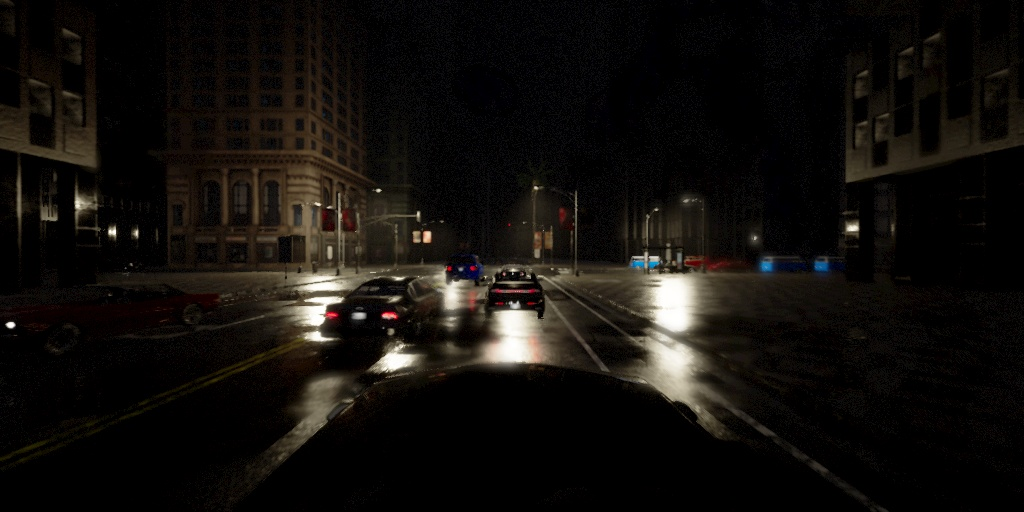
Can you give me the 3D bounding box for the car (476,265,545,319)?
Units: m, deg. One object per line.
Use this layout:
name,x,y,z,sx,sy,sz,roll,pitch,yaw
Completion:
car,0.098,1.213,12.707,2.128,1.511,4.902,0,0,0

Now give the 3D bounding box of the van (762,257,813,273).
van,28.422,0.985,37.427,3.998,1.789,1.690,0,0,0

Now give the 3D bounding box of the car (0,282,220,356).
car,-9.851,1.333,8.671,1.895,1.301,4.718,0,0,0

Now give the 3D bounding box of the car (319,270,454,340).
car,-3.149,1.275,9.895,2.033,1.411,5.357,0,0,0

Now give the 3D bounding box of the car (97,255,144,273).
car,-44.840,0.921,40.251,5.566,2.045,2.150,0,0,1

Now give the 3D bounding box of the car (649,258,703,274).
car,17.066,1.202,37.422,4.403,1.370,2.007,0,0,0

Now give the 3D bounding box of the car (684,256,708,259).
car,22.738,0.915,45.949,5.009,1.841,2.192,0,0,0

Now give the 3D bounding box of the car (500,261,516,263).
car,0.081,1.284,26.546,1.895,1.301,4.718,0,0,0

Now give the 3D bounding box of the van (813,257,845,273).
van,34.098,0.982,37.430,3.998,1.789,1.690,0,0,0

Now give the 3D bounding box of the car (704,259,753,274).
car,22.744,1.229,37.424,4.207,1.307,1.802,0,0,0

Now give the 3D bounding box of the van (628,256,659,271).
van,17.061,0.945,45.947,3.998,1.789,1.690,0,0,0

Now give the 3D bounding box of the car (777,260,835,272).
car,35.431,1.156,43.274,5.357,1.411,2.033,0,0,0

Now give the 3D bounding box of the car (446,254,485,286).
car,-3.154,0.911,24.740,2.150,2.045,5.566,0,0,0
